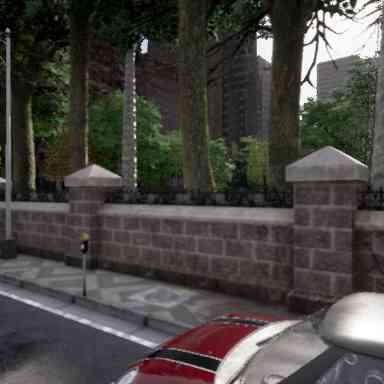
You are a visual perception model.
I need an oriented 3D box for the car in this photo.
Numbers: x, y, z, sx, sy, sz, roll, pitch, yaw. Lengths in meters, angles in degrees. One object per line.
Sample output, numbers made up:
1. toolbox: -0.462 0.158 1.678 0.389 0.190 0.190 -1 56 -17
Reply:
1. car: 1.232 1.440 2.087 4.097 1.590 1.967 0 0 35
